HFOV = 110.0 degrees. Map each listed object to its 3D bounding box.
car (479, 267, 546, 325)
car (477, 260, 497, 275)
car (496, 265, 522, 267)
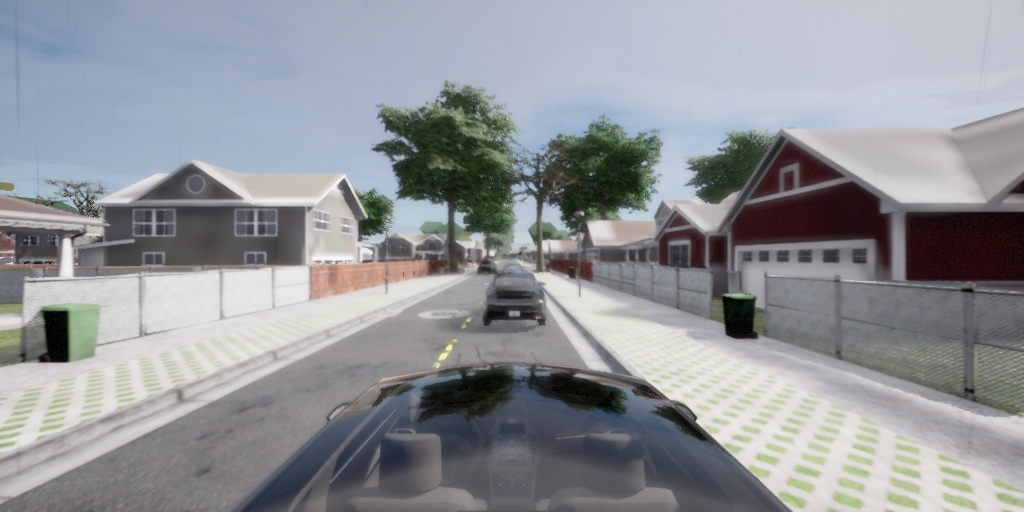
[{"bbox_3d":[0.082,1.284,11.968,1.837,1.490,4.892,0,0,0],"label":"car"},{"bbox_3d":[-2.820,1.218,41.296,2.097,1.767,4.553,0,0,0],"label":"car"},{"bbox_3d":[0.097,1.374,28.253,2.033,1.411,5.357,0,0,0],"label":"car"}]
